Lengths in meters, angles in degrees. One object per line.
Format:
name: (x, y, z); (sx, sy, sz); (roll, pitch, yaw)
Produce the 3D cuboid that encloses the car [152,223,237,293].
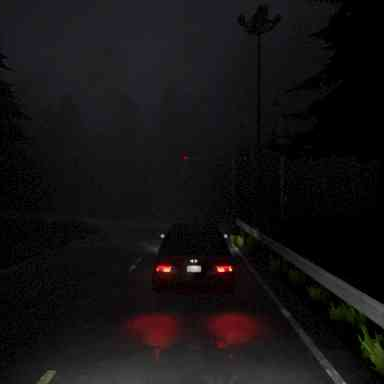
car: (0.055, 1.545, 8.985); (2.033, 1.411, 5.357); (0, 0, 0)
